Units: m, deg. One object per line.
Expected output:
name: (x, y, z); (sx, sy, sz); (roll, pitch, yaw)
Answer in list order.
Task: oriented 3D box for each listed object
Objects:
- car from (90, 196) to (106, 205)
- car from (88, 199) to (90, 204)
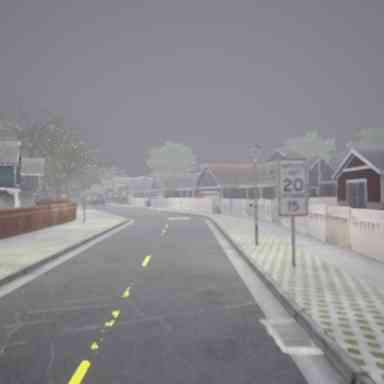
car: (-20.205, 1.845, 72.422); (2.150, 2.045, 5.566); (-1, 0, -24)
car: (-24.464, 2.256, 81.892); (2.128, 1.511, 4.902); (-1, -1, -24)
